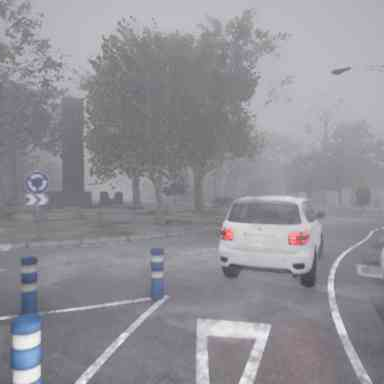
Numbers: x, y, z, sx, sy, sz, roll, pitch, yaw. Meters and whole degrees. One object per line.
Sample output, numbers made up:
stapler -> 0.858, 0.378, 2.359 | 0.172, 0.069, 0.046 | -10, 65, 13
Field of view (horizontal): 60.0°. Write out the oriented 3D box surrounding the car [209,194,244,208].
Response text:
car -> 4.030, 1.025, 39.535 | 1.994, 1.385, 4.181 | 0, 1, -32

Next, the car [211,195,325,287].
car -> 2.476, 1.120, 9.504 | 2.150, 2.045, 5.566 | 1, 0, 23

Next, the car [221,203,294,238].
car -> 3.535, 1.355, 17.367 | 1.994, 1.385, 4.181 | 1, 1, 39
